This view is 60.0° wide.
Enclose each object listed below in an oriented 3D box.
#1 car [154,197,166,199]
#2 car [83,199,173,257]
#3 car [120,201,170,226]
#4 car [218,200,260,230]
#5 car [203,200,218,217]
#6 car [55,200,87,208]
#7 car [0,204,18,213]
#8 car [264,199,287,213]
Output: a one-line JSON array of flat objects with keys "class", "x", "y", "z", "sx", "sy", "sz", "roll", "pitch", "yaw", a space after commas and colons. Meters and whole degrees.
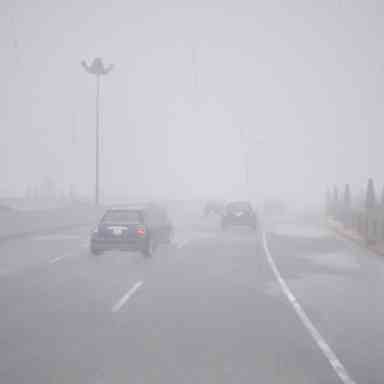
[{"class": "car", "x": -5.442, "y": 1.554, "z": 54.731, "sx": 1.994, "sy": 1.385, "sz": 4.181, "roll": 0, "pitch": 0, "yaw": 31}, {"class": "car", "x": -2.147, "y": 1.339, "z": 13.067, "sx": 2.097, "sy": 1.767, "sz": 4.553, "roll": 0, "pitch": 0, "yaw": 9}, {"class": "car", "x": -3.260, "y": 1.484, "z": 24.326, "sx": 1.837, "sy": 1.490, "sz": 4.892, "roll": 0, "pitch": 0, "yaw": 15}, {"class": "car", "x": 3.234, "y": 1.362, "z": 21.511, "sx": 2.097, "sy": 1.767, "sz": 4.553, "roll": 0, "pitch": 0, "yaw": 14}, {"class": "car", "x": 2.468, "y": 1.509, "z": 30.544, "sx": 1.837, "sy": 1.490, "sz": 4.892, "roll": 0, "pitch": 0, "yaw": 20}, {"class": "car", "x": -11.682, "y": 1.502, "z": 33.081, "sx": 1.994, "sy": 1.385, "sz": 4.181, "roll": 0, "pitch": 0, "yaw": 19}, {"class": "car", "x": -11.972, "y": 1.444, "z": 18.856, "sx": 1.837, "sy": 1.490, "sz": 4.892, "roll": 0, "pitch": 0, "yaw": 12}, {"class": "car", "x": 9.667, "y": 1.513, "z": 38.273, "sx": 1.882, "sy": 1.535, "sz": 5.008, "roll": 0, "pitch": 0, "yaw": 26}]
